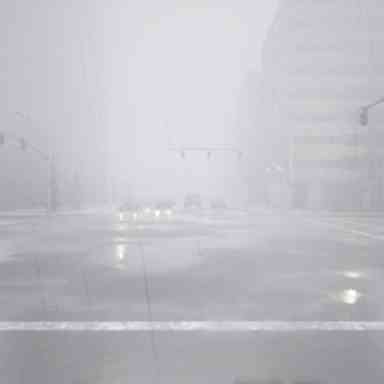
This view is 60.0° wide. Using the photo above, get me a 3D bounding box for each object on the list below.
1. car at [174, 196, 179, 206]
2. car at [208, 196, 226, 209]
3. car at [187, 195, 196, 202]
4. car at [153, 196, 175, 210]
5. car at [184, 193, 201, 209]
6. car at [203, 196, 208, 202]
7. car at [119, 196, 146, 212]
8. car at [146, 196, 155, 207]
[{"bbox_3d":[-3.606,1.461,53.011,1.882,1.535,5.008,0,0,0],"label":"car"},{"bbox_3d":[3.570,1.586,45.674,1.895,1.301,4.718,0,0,0],"label":"car"},{"bbox_3d":[-0.050,1.515,77.439,2.033,1.411,5.357,0,0,0],"label":"car"},{"bbox_3d":[-3.606,1.587,43.764,1.895,1.301,4.718,0,0,0],"label":"car"},{"bbox_3d":[0.070,1.207,46.348,2.150,2.045,5.566,0,0,0],"label":"car"},{"bbox_3d":[3.450,1.571,77.926,1.895,1.301,4.718,0,0,0],"label":"car"},{"bbox_3d":[-7.114,1.340,39.092,2.097,1.767,4.553,0,0,0],"label":"car"},{"bbox_3d":[-7.118,1.585,49.498,1.895,1.301,4.718,0,0,0],"label":"car"}]
